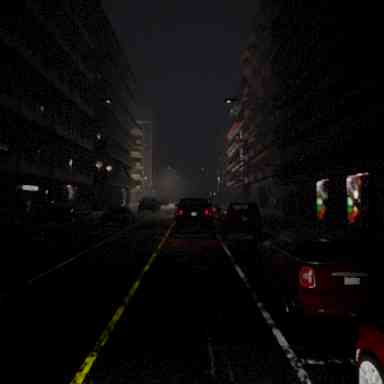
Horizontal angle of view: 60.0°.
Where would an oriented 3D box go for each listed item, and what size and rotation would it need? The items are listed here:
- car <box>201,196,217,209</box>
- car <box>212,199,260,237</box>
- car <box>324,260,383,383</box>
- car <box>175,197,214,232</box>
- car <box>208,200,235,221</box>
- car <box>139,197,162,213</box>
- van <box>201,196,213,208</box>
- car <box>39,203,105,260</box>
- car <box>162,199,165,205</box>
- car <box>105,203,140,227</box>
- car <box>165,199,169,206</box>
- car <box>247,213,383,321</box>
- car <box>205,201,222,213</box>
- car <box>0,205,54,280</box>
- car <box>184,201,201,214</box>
[{"bbox_3d":[2.550,1.619,51.576,2.192,1.841,5.009,1,0,0],"label":"car"},{"bbox_3d":[2.553,1.407,18.388,2.192,1.841,5.009,1,0,0],"label":"car"},{"bbox_3d":[2.583,1.554,1.793,1.887,1.381,4.507,1,0,0],"label":"car"},{"bbox_3d":[0.100,1.328,21.032,2.150,2.045,5.566,0,0,0],"label":"car"},{"bbox_3d":[2.549,1.595,29.450,1.967,1.590,4.097,1,0,0],"label":"car"},{"bbox_3d":[-5.295,1.540,40.568,2.192,1.841,5.009,1,0,0],"label":"car"},{"bbox_3d":[2.549,1.687,57.107,1.690,1.788,3.998,1,0,0],"label":"van"},{"bbox_3d":[-5.292,1.378,12.916,2.192,1.841,5.009,1,0,0],"label":"car"},{"bbox_3d":[-5.301,1.809,46.098,1.887,1.381,4.507,1,0,0],"label":"car"},{"bbox_3d":[-5.299,1.688,23.977,1.947,1.339,4.313,1,0,0],"label":"car"},{"bbox_3d":[-5.303,1.972,62.691,1.802,1.307,4.206,1,0,0],"label":"car"},{"bbox_3d":[2.593,1.476,7.325,1.967,1.590,4.097,1,0,0],"label":"car"},{"bbox_3d":[2.546,1.807,40.512,1.802,1.307,4.206,1,0,0],"label":"car"},{"bbox_3d":[-5.292,1.351,7.386,2.192,1.841,5.009,1,0,0],"label":"car"},{"bbox_3d":[0.093,1.817,39.217,1.895,1.301,4.718,0,0,0],"label":"car"}]
